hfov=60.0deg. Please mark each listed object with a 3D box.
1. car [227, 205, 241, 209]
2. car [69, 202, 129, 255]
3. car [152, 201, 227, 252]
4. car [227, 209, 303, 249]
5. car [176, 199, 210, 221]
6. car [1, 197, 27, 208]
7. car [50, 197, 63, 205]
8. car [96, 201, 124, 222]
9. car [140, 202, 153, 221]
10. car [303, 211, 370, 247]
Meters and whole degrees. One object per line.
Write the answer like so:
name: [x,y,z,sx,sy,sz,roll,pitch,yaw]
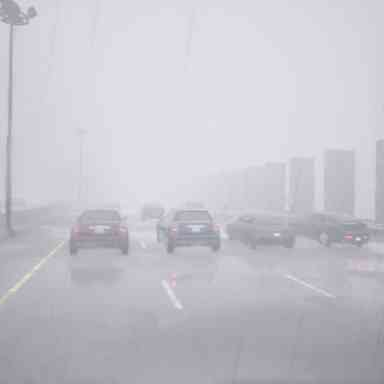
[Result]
car: [3.377,1.874,30.598,1.895,1.301,4.718,1,0,-12]
car: [-3.725,1.405,13.798,2.097,1.767,4.553,1,-1,-13]
car: [-0.313,1.455,14.575,2.097,1.767,4.553,1,-1,-13]
car: [3.049,1.721,15.563,1.994,1.385,4.181,1,0,-12]
car: [-0.037,1.573,29.848,2.097,1.767,4.553,1,-1,-12]
car: [-25.616,1.504,48.467,1.882,1.535,5.008,1,-1,-12]
car: [-25.976,1.656,63.735,2.128,1.511,4.902,1,0,-15]
car: [-6.928,1.616,28.599,2.128,1.511,4.902,1,0,-12]
car: [-3.539,1.652,29.496,1.882,1.535,5.008,1,0,-12]
car: [6.461,1.715,16.351,1.837,1.490,4.892,1,0,-13]
